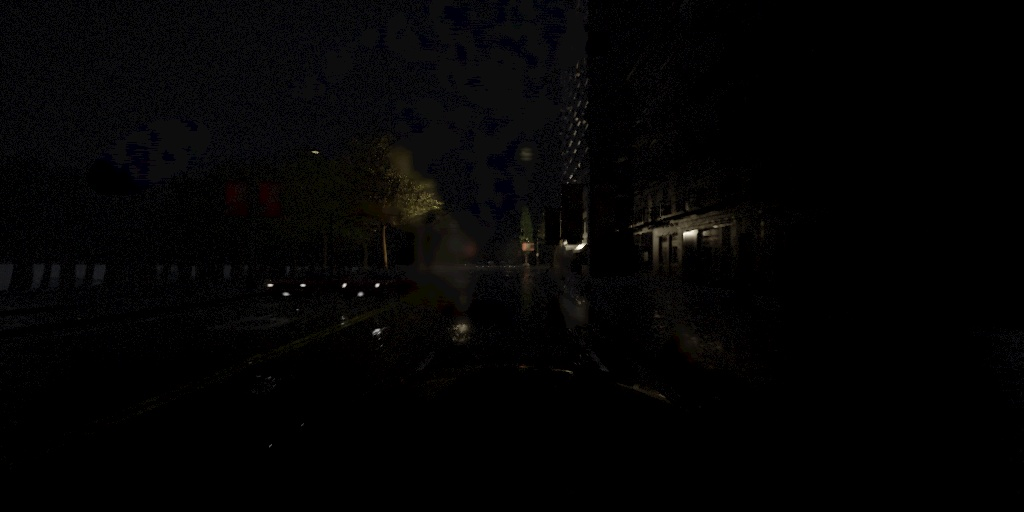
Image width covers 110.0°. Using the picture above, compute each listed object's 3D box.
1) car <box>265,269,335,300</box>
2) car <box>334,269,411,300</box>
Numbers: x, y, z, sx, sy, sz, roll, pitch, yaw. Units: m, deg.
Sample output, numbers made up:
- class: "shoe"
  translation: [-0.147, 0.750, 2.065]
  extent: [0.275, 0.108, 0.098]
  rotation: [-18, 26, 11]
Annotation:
- class: "car"
  translation: [-9.824, 1.357, 17.800]
  extent: [1.895, 1.301, 4.718]
  rotation: [0, 0, 0]
- class: "car"
  translation: [-6.573, 1.358, 17.771]
  extent: [1.895, 1.301, 4.718]
  rotation: [0, 0, 0]
